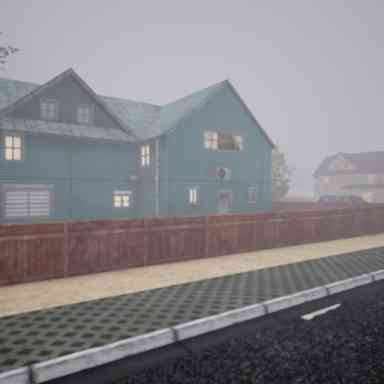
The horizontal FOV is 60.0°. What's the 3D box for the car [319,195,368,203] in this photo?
[{"bbox_3d":[13.222,1.295,27.947,2.150,2.045,5.566,0,0,-36],"label":"car"}]
